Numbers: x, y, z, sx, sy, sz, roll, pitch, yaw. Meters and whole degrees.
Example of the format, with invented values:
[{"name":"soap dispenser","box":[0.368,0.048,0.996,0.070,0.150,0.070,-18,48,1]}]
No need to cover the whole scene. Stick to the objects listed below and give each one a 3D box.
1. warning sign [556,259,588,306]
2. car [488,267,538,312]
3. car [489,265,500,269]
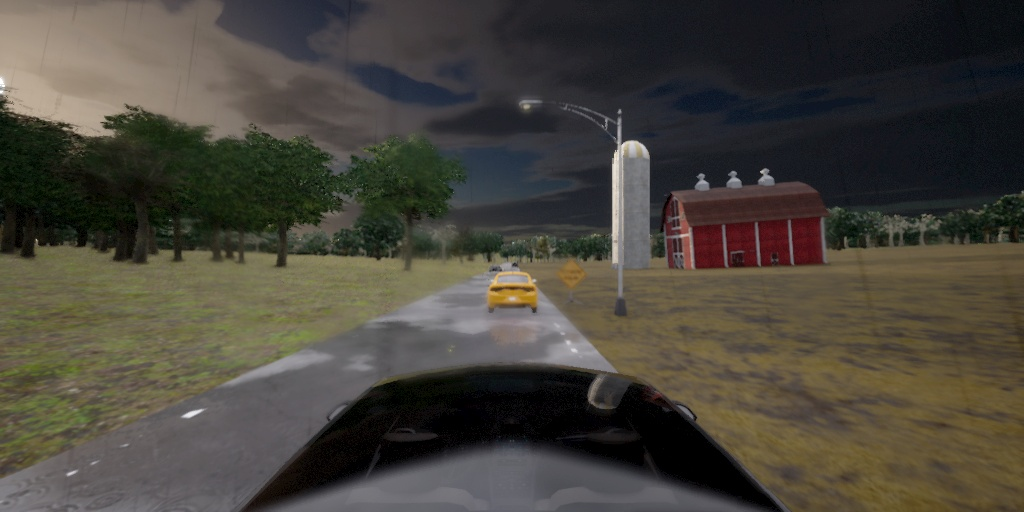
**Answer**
[{"name":"warning sign","box":[2.449,1.043,14.829,1.300,1.860,1.060,0,0,0]},{"name":"car","box":[0.053,1.411,15.235,1.882,1.535,5.008,0,-1,1]},{"name":"car","box":[-2.799,2.130,60.439,1.994,1.385,4.181,0,-1,1]}]
